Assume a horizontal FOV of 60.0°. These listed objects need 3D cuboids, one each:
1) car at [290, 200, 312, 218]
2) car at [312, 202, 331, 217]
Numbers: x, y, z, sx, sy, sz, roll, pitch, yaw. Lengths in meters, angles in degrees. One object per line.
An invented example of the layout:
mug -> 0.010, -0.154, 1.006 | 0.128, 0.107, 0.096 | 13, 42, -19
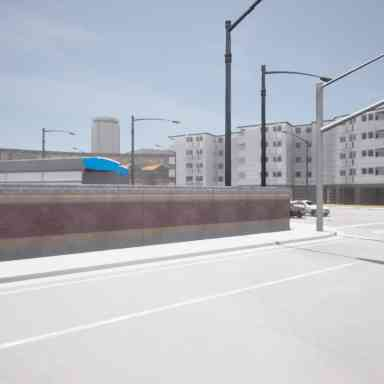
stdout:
car -> 7.848, 1.505, 29.722 | 1.837, 1.490, 4.892 | 0, 0, -35
car -> 10.791, 1.526, 31.646 | 1.812, 1.442, 4.674 | 0, 0, -36
